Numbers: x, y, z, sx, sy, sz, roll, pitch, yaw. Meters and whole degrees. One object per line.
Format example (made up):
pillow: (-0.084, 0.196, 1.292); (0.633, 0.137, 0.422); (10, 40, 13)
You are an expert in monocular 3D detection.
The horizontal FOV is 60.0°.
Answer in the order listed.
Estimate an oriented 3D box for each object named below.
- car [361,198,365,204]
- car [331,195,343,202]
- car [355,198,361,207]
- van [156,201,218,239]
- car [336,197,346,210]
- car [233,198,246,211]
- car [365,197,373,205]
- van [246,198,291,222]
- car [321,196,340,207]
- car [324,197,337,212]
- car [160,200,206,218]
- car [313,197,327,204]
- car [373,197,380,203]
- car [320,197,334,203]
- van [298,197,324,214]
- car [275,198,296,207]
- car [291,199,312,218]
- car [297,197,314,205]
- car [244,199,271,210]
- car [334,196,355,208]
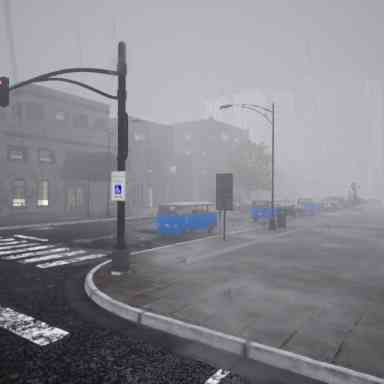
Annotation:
car: (28.543, 1.747, 58.473); (1.752, 1.417, 4.829); (0, 0, 35)
car: (37.478, 1.711, 85.753); (1.967, 1.590, 4.097); (0, 0, 35)
car: (25.271, 1.516, 53.817); (2.192, 1.841, 5.009); (0, 0, 35)
van: (-0.136, 1.406, 17.679); (1.690, 1.788, 3.998); (0, 0, 35)
car: (18.917, 1.729, 44.781); (1.947, 1.339, 4.313); (0, 0, 35)
car: (5.722, 1.506, 40.583); (1.967, 1.590, 4.097); (0, 0, 35)
car: (34.796, 1.809, 67.368); (1.887, 1.381, 4.507); (0, 0, 35)
van: (6.216, 1.436, 26.713); (1.690, 1.788, 3.998); (0, 0, 35)
car: (22.943, 1.533, 55.002); (2.097, 1.767, 4.553); (1, 0, 35)
car: (15.840, 1.671, 40.404); (1.752, 1.417, 4.829); (0, 0, 35)
car: (-0.728, 1.558, 31.408); (1.752, 1.417, 4.829); (0, 0, 35)
car: (27.853, 1.728, 72.062); (1.752, 1.417, 4.829); (0, 0, 35)
car: (44.324, 1.899, 80.919); (1.947, 1.339, 4.313); (0, 0, 35)
car: (31.126, 1.791, 76.719); (1.947, 1.339, 4.313); (0, 0, 35)
van: (12.567, 1.468, 35.747); (1.690, 1.788, 3.998); (0, 0, 35)
car: (15.248, 1.665, 54.133); (1.887, 1.381, 4.507); (0, 0, 35)
car: (9.390, 1.655, 31.230); (1.887, 1.381, 4.507); (0, 0, 35)
car: (21.600, 1.705, 63.167); (1.887, 1.381, 4.507); (0, 0, 35)
car: (8.897, 1.628, 45.100); (1.887, 1.381, 4.507); (0, 0, 35)
car: (22.095, 1.497, 49.300); (2.192, 1.841, 5.009); (0, 0, 35)
